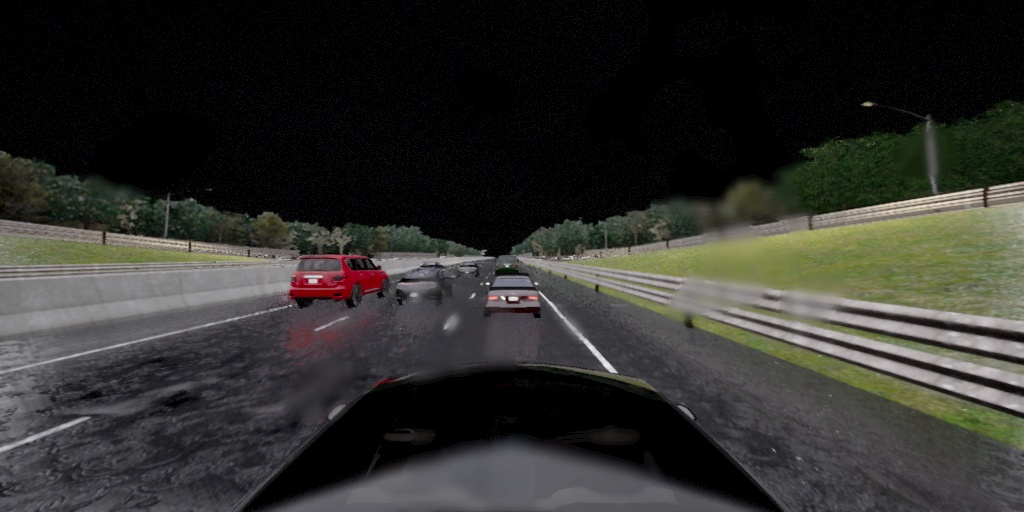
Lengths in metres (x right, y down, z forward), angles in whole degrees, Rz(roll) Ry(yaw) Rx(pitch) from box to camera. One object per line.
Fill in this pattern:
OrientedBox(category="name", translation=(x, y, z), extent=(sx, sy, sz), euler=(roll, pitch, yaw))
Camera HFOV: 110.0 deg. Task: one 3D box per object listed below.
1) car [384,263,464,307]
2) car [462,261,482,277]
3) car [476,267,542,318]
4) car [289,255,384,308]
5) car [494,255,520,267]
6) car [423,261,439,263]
OrientedBox(category="car", translation=(-3.559, 1.242, 15.517), extent=(2.128, 1.511, 4.902), euler=(0, 0, -1))
OrientedBox(category="car", translation=(-3.977, 1.229, 33.735), extent=(2.128, 1.511, 4.902), euler=(0, 0, -1))
OrientedBox(category="car", translation=(0.005, 1.299, 13.014), extent=(2.033, 1.411, 5.357), euler=(0, 0, -1))
OrientedBox(category="car", translation=(-7.049, 0.971, 15.293), extent=(2.150, 2.045, 5.566), euler=(0, 0, -1))
OrientedBox(category="car", translation=(-0.468, 0.960, 33.461), extent=(2.150, 2.045, 5.566), euler=(0, 0, -1))
OrientedBox(category="car", translation=(-7.478, 1.227, 33.745), extent=(2.128, 1.511, 4.902), euler=(0, 0, -1))
